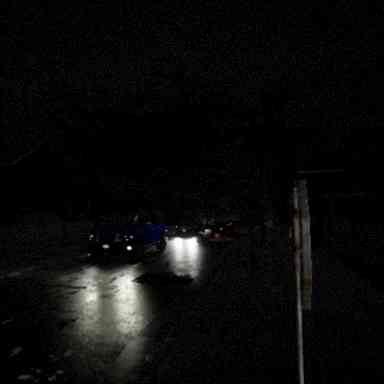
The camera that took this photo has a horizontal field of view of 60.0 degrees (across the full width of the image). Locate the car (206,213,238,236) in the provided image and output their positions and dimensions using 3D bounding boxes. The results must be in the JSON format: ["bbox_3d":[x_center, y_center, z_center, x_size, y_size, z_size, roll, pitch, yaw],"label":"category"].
[{"bbox_3d":[2.759,2.762,27.647,1.882,1.535,5.008,-2,-3,13],"label":"car"}]

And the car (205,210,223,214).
[{"bbox_3d":[2.605,3.220,40.193,2.150,2.045,5.566,-2,-3,15],"label":"car"}]

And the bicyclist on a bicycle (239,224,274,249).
[{"bbox_3d":[3.048,1.917,15.813,1.656,1.620,0.582,-2,-3,13],"label":"bicyclist on a bicycle"}]

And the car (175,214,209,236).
[{"bbox_3d":[-0.077,2.884,28.465,2.128,1.511,4.902,-2,-3,13],"label":"car"}]

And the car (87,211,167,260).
[{"bbox_3d":[-2.876,1.983,16.141,2.150,2.045,5.566,-2,-3,13],"label":"car"}]
